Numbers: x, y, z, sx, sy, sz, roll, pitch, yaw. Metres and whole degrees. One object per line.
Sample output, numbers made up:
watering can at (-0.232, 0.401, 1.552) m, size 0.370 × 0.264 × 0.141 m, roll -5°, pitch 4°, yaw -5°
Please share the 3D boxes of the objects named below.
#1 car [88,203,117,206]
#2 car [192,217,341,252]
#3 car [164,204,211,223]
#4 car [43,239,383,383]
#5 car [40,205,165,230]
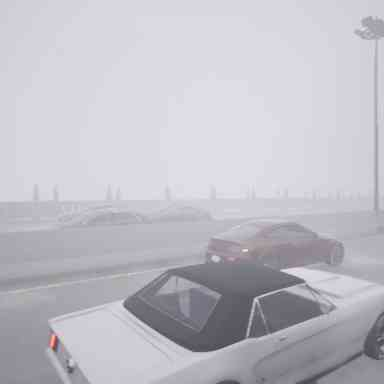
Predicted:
car at (-5.987, 1.495, 21.123) m, size 4.892 × 1.490 × 1.837 m, roll 0°, pitch 0°, yaw -35°
car at (2.496, 1.523, 9.725) m, size 4.674 × 1.442 × 1.812 m, roll 0°, pitch 0°, yaw -35°
car at (-1.087, 1.484, 20.255) m, size 4.902 × 1.511 × 2.128 m, roll 0°, pitch 0°, yaw -34°
car at (0.796, 1.599, 4.283) m, size 4.718 × 1.301 × 1.895 m, roll 0°, pitch 0°, yaw -35°
car at (-3.836, 1.498, 14.094) m, size 4.892 × 1.490 × 1.837 m, roll 0°, pitch 0°, yaw -35°
